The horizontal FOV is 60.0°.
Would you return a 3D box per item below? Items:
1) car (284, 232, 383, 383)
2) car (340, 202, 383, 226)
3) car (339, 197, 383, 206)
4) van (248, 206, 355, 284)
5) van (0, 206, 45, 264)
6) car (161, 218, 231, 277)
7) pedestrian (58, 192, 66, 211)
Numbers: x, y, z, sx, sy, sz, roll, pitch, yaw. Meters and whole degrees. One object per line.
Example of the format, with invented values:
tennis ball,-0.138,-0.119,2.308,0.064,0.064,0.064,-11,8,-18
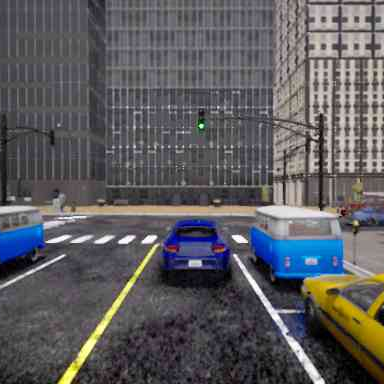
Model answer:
car,2.679,1.521,3.884,1.752,1.417,4.829,-1,0,0
car,13.621,1.619,23.181,5.357,1.411,2.033,0,1,5
car,15.237,1.314,28.646,5.009,1.841,2.192,0,1,0
van,2.677,1.331,9.315,1.690,1.788,3.998,-1,0,0
van,-5.704,1.331,9.344,1.690,1.788,3.998,-1,0,0
car,0.149,1.515,10.145,1.812,1.442,4.674,0,0,2
pedestrian,-12.394,0.860,31.745,0.375,1.860,0.375,0,1,0
